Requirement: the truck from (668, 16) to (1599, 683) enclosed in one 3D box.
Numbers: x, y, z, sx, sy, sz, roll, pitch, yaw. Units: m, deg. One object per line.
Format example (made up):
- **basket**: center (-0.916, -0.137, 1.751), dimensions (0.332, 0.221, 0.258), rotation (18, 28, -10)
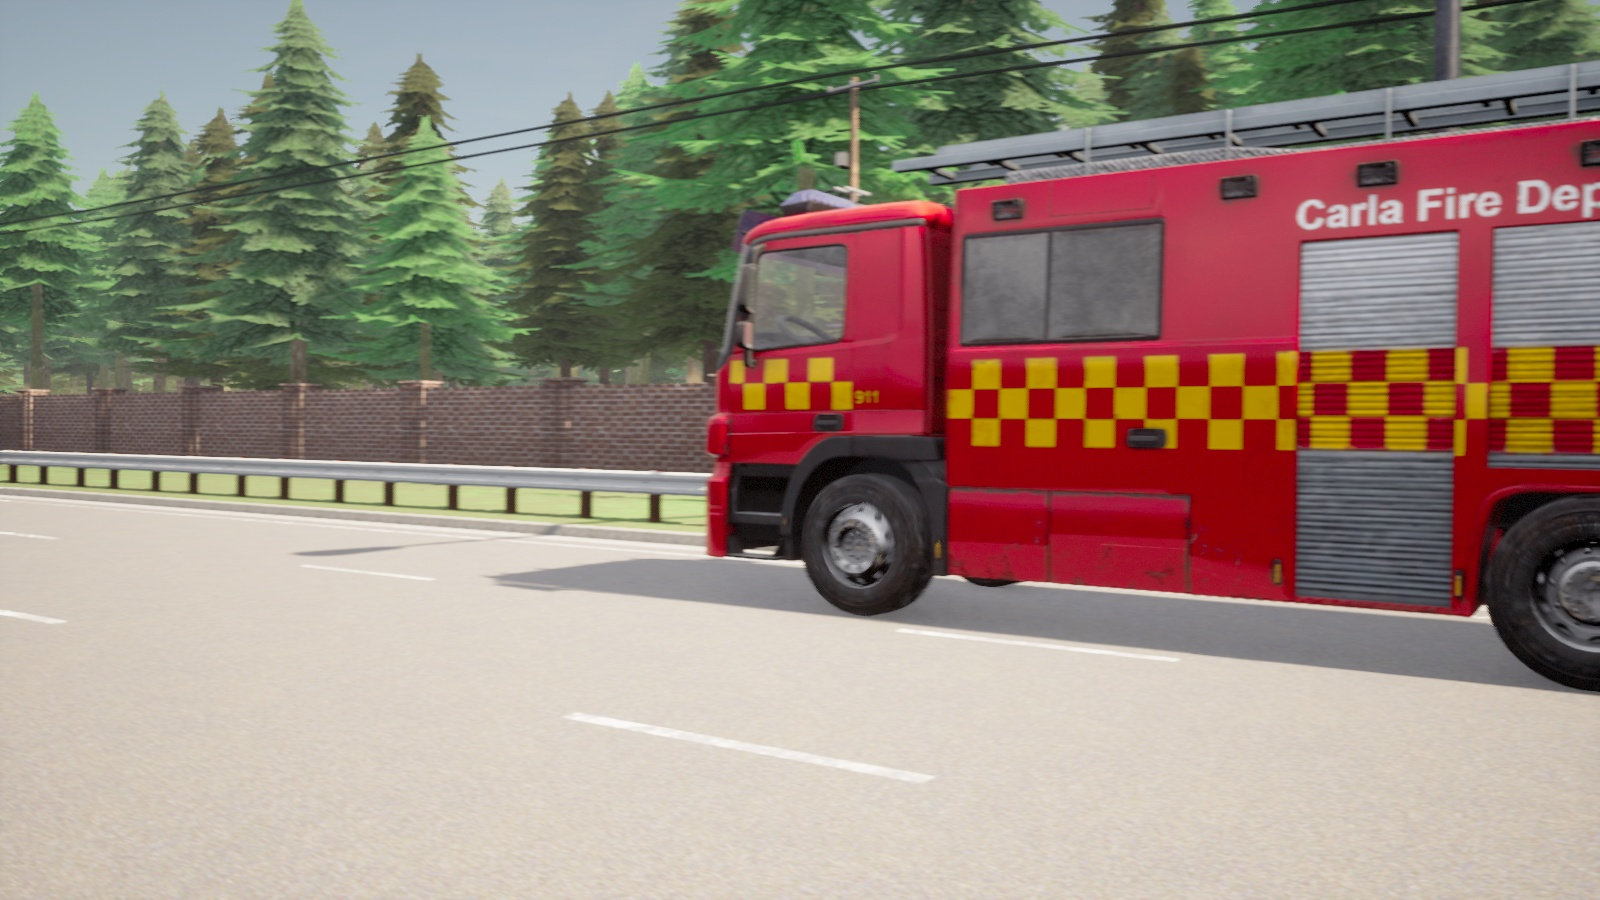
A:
- **truck**: center (3.182, -0.599, 9.890), dimensions (8.468, 3.827, 2.891), rotation (0, 1, 34)
